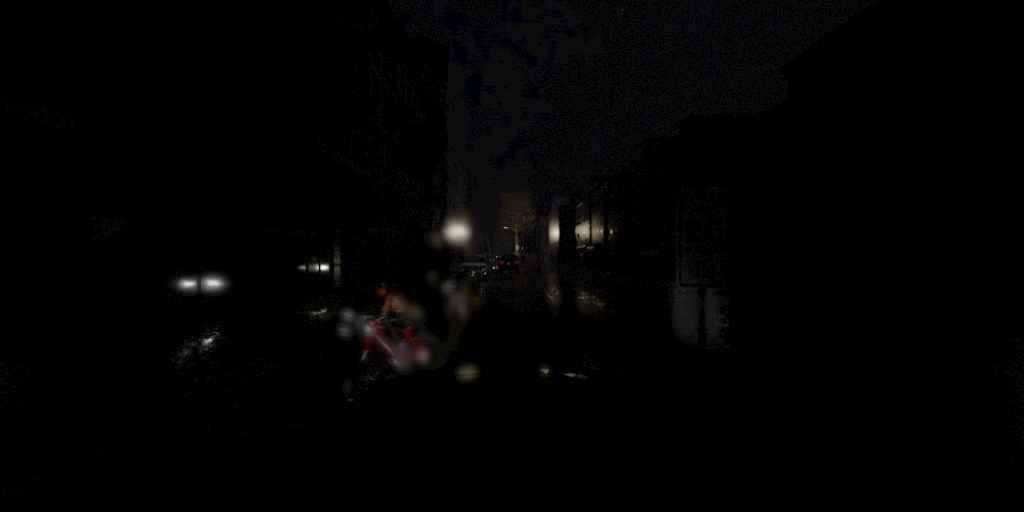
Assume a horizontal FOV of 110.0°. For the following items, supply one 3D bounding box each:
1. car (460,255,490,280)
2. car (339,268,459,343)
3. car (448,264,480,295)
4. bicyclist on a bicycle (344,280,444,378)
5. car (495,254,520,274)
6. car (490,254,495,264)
[{"bbox_3d":[-3.180,0.905,30.532,2.150,2.045,5.566,0,1,-4],"label":"car"},{"bbox_3d":[-2.939,1.256,9.844,2.128,1.511,4.902,0,0,-1],"label":"car"},{"bbox_3d":[-3.062,1.309,19.816,1.994,1.385,4.181,0,0,-1],"label":"car"},{"bbox_3d":[-1.957,1.218,5.907,1.656,1.620,0.582,-2,0,-1],"label":"bicyclist on a bicycle"},{"bbox_3d":[-0.369,0.796,38.784,2.150,2.045,5.566,0,1,-1],"label":"car"},{"bbox_3d":[-3.577,0.500,60.655,2.128,1.511,4.902,0,2,0],"label":"car"}]
